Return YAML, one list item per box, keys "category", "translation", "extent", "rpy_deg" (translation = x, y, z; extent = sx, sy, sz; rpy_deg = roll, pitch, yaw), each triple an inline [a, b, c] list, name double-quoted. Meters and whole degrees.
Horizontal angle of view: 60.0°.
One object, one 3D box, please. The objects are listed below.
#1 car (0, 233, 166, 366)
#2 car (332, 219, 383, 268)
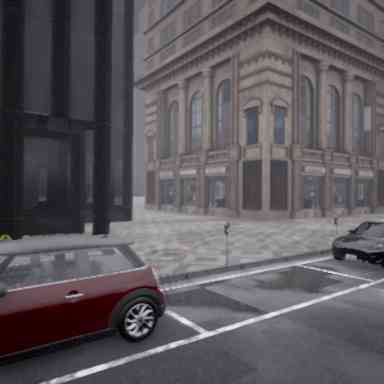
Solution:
- category: "car"
  translation: [-2.505, 1.443, 4.858]
  extent: [4.097, 1.590, 1.967]
  rpy_deg: [0, 0, -36]
- category: "car"
  translation: [6.613, 1.624, 11.367]
  extent: [4.313, 1.339, 1.947]
  rpy_deg: [0, 0, -36]
